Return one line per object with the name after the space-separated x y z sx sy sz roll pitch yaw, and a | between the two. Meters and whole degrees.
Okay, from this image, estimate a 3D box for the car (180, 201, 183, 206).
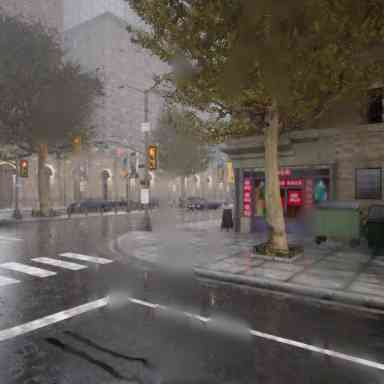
0.140 1.505 50.800 1.837 1.490 4.892 0 0 36 | car

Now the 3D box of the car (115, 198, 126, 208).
-10.164 1.595 47.912 1.895 1.301 4.718 0 0 36 | car

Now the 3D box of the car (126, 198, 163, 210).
-5.680 1.505 42.760 1.837 1.490 4.892 0 0 36 | car

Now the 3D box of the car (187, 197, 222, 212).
1.591 1.601 38.819 1.895 1.301 4.718 0 0 36 | car

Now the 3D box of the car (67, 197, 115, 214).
-10.970 1.352 35.442 2.097 1.767 4.553 0 0 36 | car
